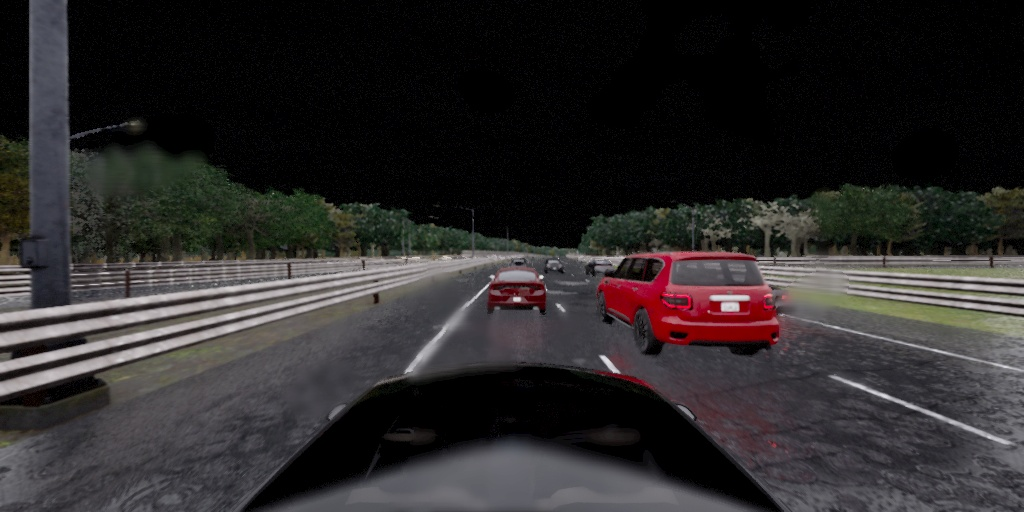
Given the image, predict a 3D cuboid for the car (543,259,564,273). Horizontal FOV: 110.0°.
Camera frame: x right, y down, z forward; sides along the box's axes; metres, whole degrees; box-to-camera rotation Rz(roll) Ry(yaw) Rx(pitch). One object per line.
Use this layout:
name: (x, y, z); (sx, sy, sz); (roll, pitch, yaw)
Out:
car: (4.225, 1.016, 37.180); (1.812, 1.442, 4.674); (0, 0, 2)

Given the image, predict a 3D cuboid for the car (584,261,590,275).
car: (7.542, 1.029, 31.269); (2.128, 1.511, 4.902); (0, 0, 2)

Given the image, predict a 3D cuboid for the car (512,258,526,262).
car: (0.722, 0.992, 37.135); (1.837, 1.490, 4.892); (0, 0, 2)

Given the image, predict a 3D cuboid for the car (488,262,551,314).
car: (0.183, 1.140, 13.336); (1.882, 1.535, 5.008); (0, 0, 1)

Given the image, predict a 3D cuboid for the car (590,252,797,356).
car: (3.636, 0.921, 8.631); (2.150, 2.045, 5.566); (0, 0, 0)
